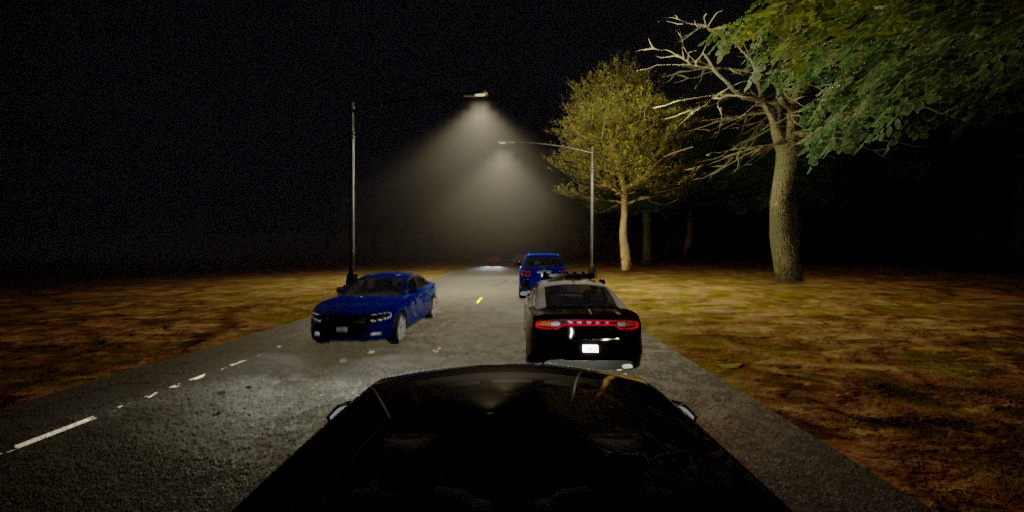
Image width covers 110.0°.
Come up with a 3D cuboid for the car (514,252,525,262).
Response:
[{"bbox_3d":[1.315,0.188,62.302,1.837,1.490,4.892,0,2,1],"label":"car"}]

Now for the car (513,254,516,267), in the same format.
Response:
[{"bbox_3d":[1.069,0.677,49.636,2.033,1.411,5.357,0,2,2],"label":"car"}]

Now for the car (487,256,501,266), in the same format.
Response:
[{"bbox_3d":[-2.528,0.699,50.796,1.895,1.301,4.718,0,2,1],"label":"car"}]

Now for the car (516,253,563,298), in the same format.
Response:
[{"bbox_3d":[1.425,0.889,17.800,2.150,2.045,5.566,0,1,1],"label":"car"}]

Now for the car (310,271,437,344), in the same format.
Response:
[{"bbox_3d":[-3.396,1.203,9.754,1.882,1.535,5.008,0,0,1],"label":"car"}]

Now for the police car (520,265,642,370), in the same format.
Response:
[{"bbox_3d":[1.215,1.159,7.887,1.930,1.638,5.238,0,0,1],"label":"police car"}]
